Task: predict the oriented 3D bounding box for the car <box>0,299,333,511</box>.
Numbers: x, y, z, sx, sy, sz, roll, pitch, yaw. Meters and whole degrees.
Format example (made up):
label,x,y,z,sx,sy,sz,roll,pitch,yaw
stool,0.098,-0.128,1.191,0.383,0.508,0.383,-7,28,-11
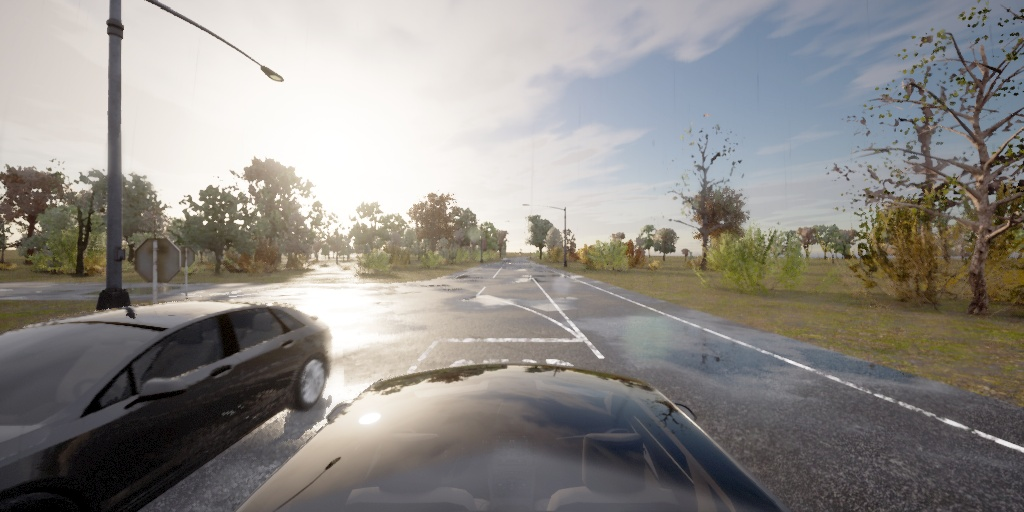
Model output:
label,x,y,z,sx,sy,sz,roll,pitch,yaw
car,-3.509,1.258,3.308,1.837,1.490,4.892,0,0,0
